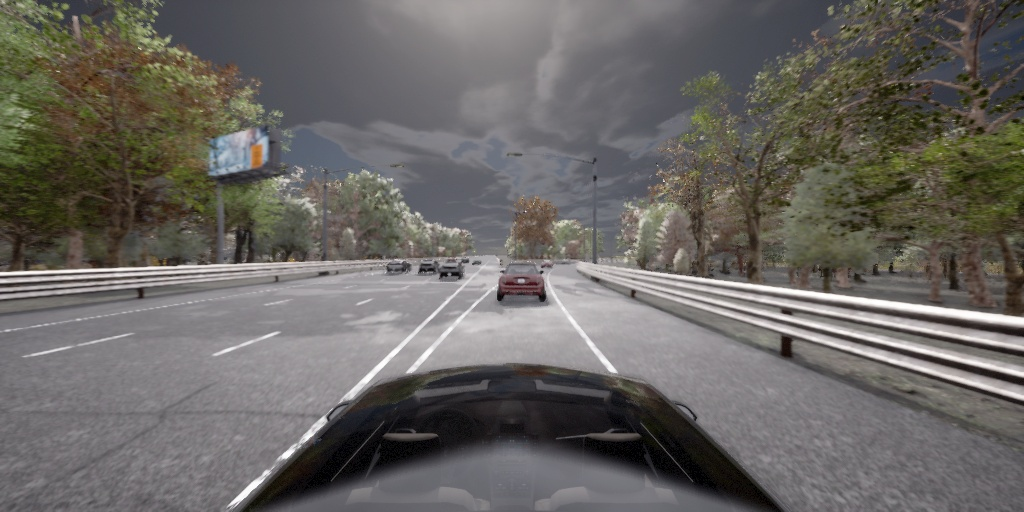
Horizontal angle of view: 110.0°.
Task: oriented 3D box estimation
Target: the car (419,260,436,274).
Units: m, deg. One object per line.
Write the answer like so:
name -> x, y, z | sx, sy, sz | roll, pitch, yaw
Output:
car -> -9.154, 1.197, 40.201 | 1.837, 1.490, 4.892 | 0, 0, -3

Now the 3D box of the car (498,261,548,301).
car -> 0.513, 1.101, 17.658 | 2.097, 1.767, 4.553 | 0, 0, 3

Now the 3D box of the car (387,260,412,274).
car -> -12.672, 1.165, 40.467 | 2.128, 1.511, 4.902 | 0, 0, -3

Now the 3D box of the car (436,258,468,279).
car -> -5.249, 1.221, 31.877 | 1.837, 1.490, 4.892 | 0, 0, -3
